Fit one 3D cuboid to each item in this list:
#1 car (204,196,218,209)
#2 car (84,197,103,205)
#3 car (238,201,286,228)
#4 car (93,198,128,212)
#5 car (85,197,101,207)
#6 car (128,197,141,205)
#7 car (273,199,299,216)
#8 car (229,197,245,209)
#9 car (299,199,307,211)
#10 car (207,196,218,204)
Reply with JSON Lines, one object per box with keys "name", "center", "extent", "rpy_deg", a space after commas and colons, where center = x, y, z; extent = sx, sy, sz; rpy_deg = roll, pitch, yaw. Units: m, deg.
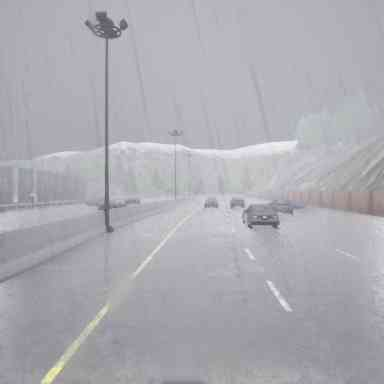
{"name": "car", "center": [2.738, 1.601, 46.315], "extent": [1.895, 1.301, 4.718], "rpy_deg": [0, 0, 4]}
{"name": "car", "center": [-17.552, 1.563, 59.395], "extent": [1.994, 1.385, 4.181], "rpy_deg": [0, 0, 4]}
{"name": "car", "center": [4.443, 1.547, 21.987], "extent": [2.033, 1.411, 5.357], "rpy_deg": [0, 0, 3]}
{"name": "car", "center": [-8.784, 1.601, 36.273], "extent": [1.895, 1.301, 4.718], "rpy_deg": [0, 0, 4]}
{"name": "car", "center": [-14.615, 1.547, 51.530], "extent": [2.033, 1.411, 5.357], "rpy_deg": [0, 0, 4]}
{"name": "car", "center": [-10.542, 1.601, 59.412], "extent": [1.895, 1.301, 4.718], "rpy_deg": [0, 0, 4]}
{"name": "car", "center": [8.733, 1.492, 33.058], "extent": [2.128, 1.511, 4.902], "rpy_deg": [0, 0, 4]}
{"name": "car", "center": [6.201, 1.501, 45.695], "extent": [1.837, 1.490, 4.892], "rpy_deg": [0, -1, 4]}
{"name": "car", "center": [12.886, 1.564, 41.371], "extent": [1.994, 1.385, 4.181], "rpy_deg": [0, 0, 4]}
{"name": "car", "center": [3.947, 1.547, 64.207], "extent": [2.033, 1.411, 5.357], "rpy_deg": [0, 0, 4]}
